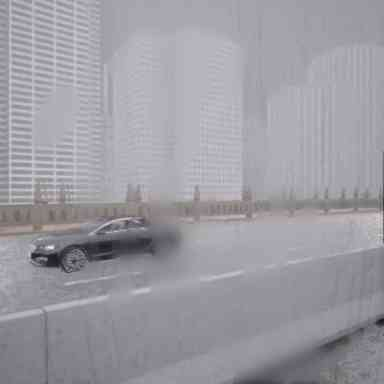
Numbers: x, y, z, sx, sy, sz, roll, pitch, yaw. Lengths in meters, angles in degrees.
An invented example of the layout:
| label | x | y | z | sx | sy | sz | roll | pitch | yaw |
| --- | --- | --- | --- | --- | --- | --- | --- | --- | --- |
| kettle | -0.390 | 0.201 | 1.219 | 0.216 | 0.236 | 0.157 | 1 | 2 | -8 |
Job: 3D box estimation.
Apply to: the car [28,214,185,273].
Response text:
| label | x | y | z | sx | sy | sz | roll | pitch | yaw |
| --- | --- | --- | --- | --- | --- | --- | --- | --- | --- |
| car | -2.561 | 1.495 | 10.761 | 4.902 | 1.511 | 2.128 | 0 | 0 | -35 |
